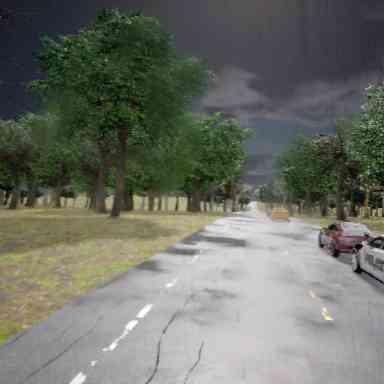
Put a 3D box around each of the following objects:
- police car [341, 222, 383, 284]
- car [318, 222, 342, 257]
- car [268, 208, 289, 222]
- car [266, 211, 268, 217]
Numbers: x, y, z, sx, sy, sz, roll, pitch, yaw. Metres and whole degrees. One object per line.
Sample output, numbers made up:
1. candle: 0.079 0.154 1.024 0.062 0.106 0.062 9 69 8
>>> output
1. police car: 6.090 1.877 9.486 1.930 1.638 5.238 3 -1 10
2. car: 7.122 2.116 15.282 1.812 1.442 4.674 3 -1 10
3. car: 10.608 2.703 40.367 1.882 1.535 5.008 3 -2 11
4. car: 12.502 3.260 51.411 1.895 1.301 4.718 3 -2 10
